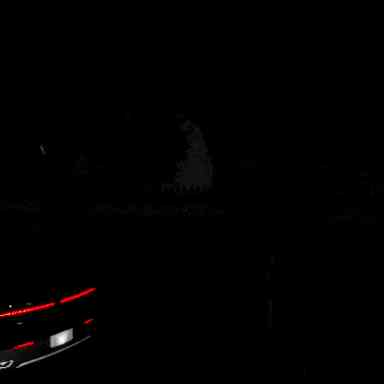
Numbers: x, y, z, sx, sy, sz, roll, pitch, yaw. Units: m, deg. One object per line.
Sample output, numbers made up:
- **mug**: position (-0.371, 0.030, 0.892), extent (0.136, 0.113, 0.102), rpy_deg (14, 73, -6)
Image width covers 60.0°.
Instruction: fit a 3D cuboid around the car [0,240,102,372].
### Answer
- **car**: position (-3.571, 1.573, 5.503), extent (4.892, 1.490, 1.837), rpy_deg (-1, 0, 36)
